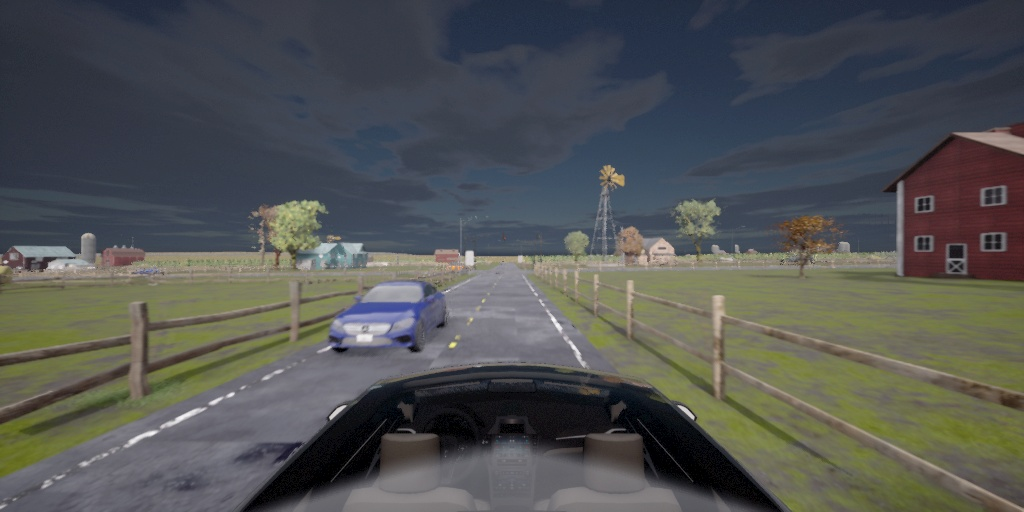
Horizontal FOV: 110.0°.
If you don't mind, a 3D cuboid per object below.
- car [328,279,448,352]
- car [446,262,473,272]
[{"bbox_3d":[-2.849,1.358,9.258,1.812,1.442,4.674,0,-1,0],"label":"car"},{"bbox_3d":[-9.002,1.884,61.647,4.553,1.767,2.097,-1,0,0],"label":"car"}]
